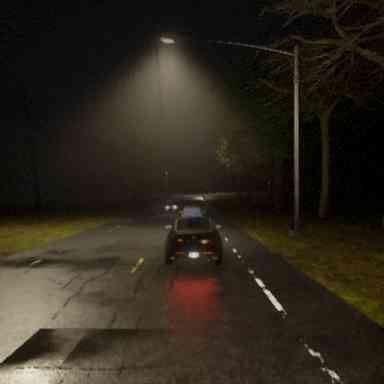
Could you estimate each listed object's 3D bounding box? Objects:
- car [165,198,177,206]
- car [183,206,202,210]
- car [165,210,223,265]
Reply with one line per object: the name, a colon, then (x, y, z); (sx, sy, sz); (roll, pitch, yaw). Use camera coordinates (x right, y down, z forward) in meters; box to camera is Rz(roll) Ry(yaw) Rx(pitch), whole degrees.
car: (-3.536, 1.704, 57.794); (2.033, 1.411, 5.357); (0, 0, 1)
car: (0.022, 1.767, 25.150); (2.033, 1.411, 5.357); (0, 0, 1)
car: (0.049, 1.635, 12.183); (1.837, 1.490, 4.892); (0, -1, 0)
